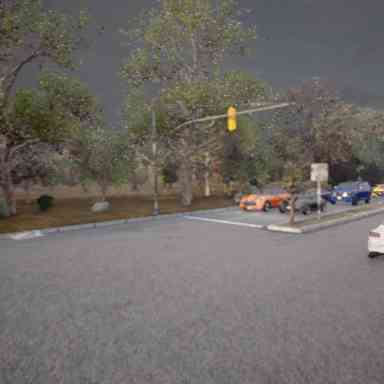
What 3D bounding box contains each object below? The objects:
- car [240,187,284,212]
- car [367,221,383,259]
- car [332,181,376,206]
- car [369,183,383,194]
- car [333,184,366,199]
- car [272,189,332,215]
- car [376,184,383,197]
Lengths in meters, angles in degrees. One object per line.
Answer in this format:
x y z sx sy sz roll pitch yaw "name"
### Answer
5.749 0.462 25.830 4.553 1.767 2.097 -3 4 -45 "car"
7.224 1.381 10.766 4.674 1.442 1.812 -1 3 -44 "car"
14.522 0.055 30.340 2.150 2.045 5.566 3 4 45 "car"
26.764 -0.488 46.870 4.181 1.385 1.994 -3 4 -45 "car"
18.200 -0.117 38.288 5.008 1.535 1.882 -3 4 -45 "car"
7.906 0.772 23.756 4.181 1.385 1.994 -3 4 -45 "car"
22.336 -0.129 38.198 1.882 1.535 5.008 3 4 45 "car"
